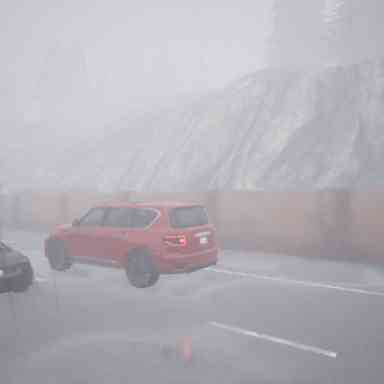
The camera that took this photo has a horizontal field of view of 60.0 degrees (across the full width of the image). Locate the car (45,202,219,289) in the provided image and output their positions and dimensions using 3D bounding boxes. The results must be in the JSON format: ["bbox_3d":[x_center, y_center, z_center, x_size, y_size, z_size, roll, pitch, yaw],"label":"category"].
[{"bbox_3d":[-1.911,1.303,9.610,5.566,2.045,2.150,-1,-1,35],"label":"car"}]

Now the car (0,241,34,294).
[{"bbox_3d":[-5.681,1.671,7.960,4.181,1.385,1.994,-1,0,35],"label":"car"}]
